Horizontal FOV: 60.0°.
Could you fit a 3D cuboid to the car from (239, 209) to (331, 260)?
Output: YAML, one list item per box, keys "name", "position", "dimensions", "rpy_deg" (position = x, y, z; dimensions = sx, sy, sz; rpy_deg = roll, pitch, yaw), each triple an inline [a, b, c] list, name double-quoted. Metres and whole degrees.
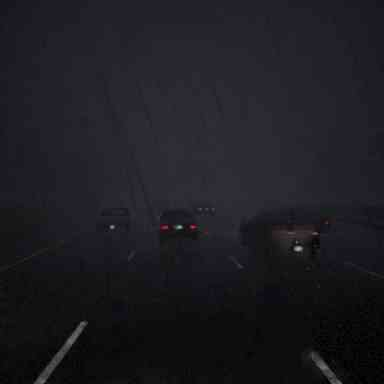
- name: "car"
  position: [3.068, 1.502, 12.508]
  dimensions: [2.128, 1.511, 4.902]
  rpy_deg: [0, 0, -4]

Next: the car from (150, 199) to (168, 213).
- name: "car"
  position: [-3.853, 1.526, 38.680]
  dimensions: [1.882, 1.535, 5.008]
  rpy_deg: [0, 0, -11]

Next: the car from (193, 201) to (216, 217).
- name: "car"
  position: [0.914, 1.582, 32.060]
  dimensions: [2.033, 1.411, 5.357]
  rpy_deg: [0, 0, -9]

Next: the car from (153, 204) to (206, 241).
- name: "car"
  position: [-0.758, 1.568, 16.779]
  dimensions: [2.033, 1.411, 5.357]
  rpy_deg: [0, 0, -5]

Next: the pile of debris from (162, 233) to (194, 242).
- name: "pile of debris"
  position: [-0.720, 2.195, 16.188]
  dimensions: [1.500, 0.140, 1.860]
  rpy_deg: [0, 0, -5]

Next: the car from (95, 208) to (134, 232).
- name: "car"
  position: [-4.619, 1.630, 20.530]
  dimensions: [1.895, 1.301, 4.718]
  rpy_deg: [0, 0, -6]
